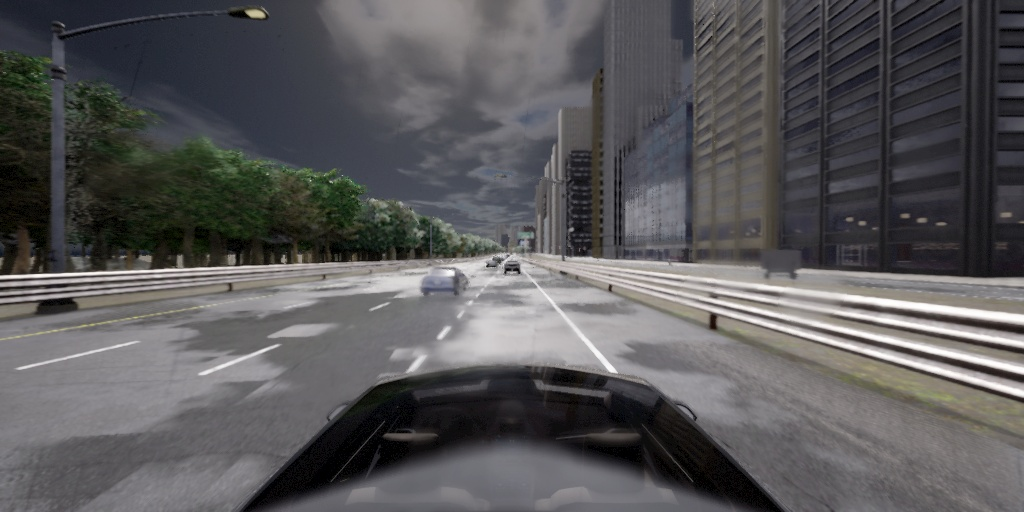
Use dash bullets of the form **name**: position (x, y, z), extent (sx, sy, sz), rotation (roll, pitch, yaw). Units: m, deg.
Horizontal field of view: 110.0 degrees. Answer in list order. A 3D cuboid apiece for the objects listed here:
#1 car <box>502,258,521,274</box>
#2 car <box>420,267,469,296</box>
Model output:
- **car**: position (0.032, 1.299, 43.009), extent (1.837, 1.490, 4.892), rotation (0, 0, 0)
- **car**: position (-3.507, 1.311, 19.398), extent (2.033, 1.411, 5.357), rotation (0, 0, 0)
